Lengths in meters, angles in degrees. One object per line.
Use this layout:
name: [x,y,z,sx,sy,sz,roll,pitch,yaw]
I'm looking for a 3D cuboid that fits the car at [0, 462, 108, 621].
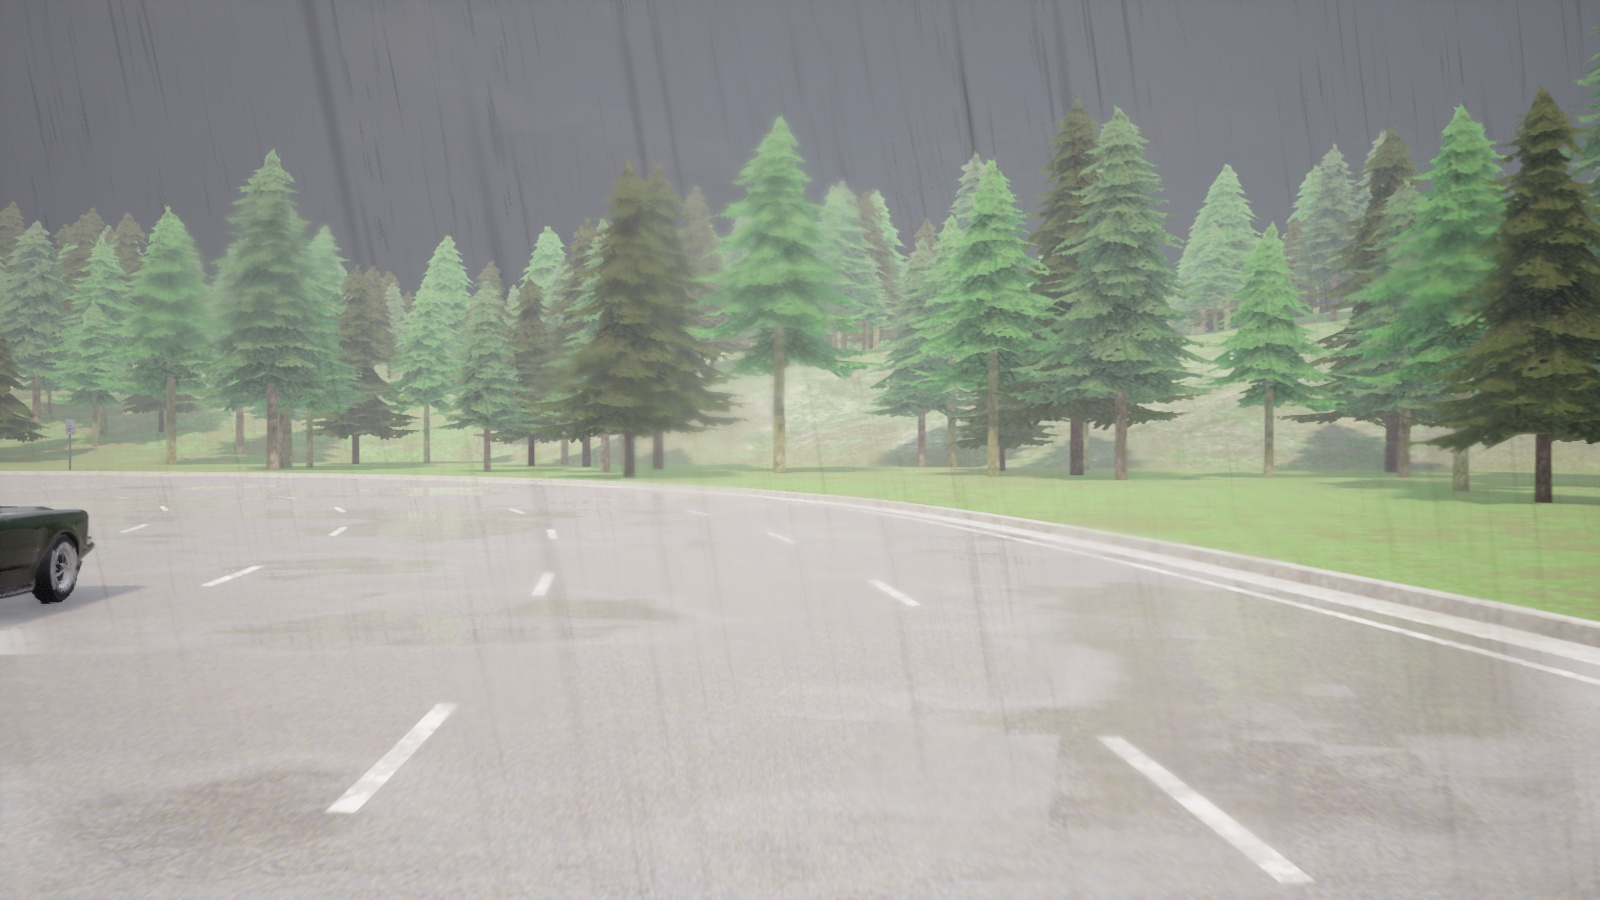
car: [-7.621,0.784,10.136,1.895,1.301,4.718,0,0,-6]
